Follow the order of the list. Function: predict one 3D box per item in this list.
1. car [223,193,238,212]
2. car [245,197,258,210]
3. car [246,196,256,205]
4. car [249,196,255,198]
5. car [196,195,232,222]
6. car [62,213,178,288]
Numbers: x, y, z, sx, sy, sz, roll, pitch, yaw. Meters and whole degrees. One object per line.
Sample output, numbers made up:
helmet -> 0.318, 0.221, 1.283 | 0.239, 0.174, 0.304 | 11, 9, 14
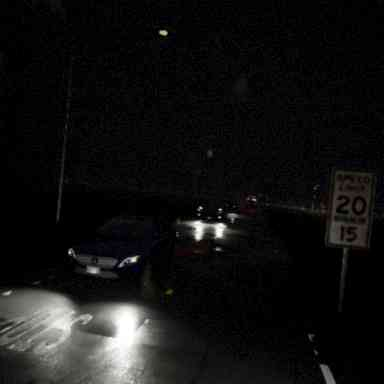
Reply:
car -> 4.764, 1.246, 42.959 | 2.150, 2.045, 5.566 | 5, 0, 10
car -> 9.845, 2.108, 55.214 | 1.837, 1.490, 4.892 | 5, 0, 10
car -> 14.518, 2.084, 81.178 | 2.150, 2.045, 5.566 | 5, 0, 10
car -> 12.672, 2.286, 71.239 | 2.128, 1.511, 4.902 | 5, 0, 10
car -> 1.707, 1.377, 26.905 | 2.097, 1.767, 4.553 | 5, 0, 10
car -> -1.570, 1.340, 9.014 | 1.812, 1.442, 4.674 | 5, 0, 10
